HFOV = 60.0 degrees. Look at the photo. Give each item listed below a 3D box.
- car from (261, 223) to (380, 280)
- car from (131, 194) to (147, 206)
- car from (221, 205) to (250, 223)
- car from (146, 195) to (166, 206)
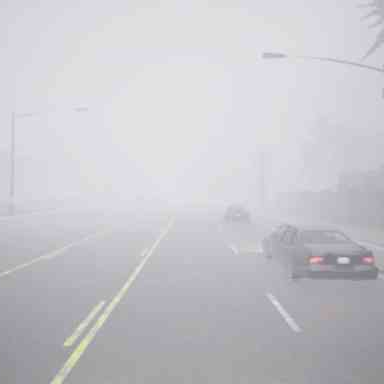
[{"bbox_3d":[3.523,1.653,10.236,2.033,1.411,5.357,0,0,0],"label":"car"},{"bbox_3d":[-9.510,1.484,61.883,2.150,2.045,5.566,0,0,10],"label":"car"},{"bbox_3d":[3.548,1.740,27.451,1.994,1.385,4.181,0,0,1],"label":"car"},{"bbox_3d":[-6.163,1.600,60.528,2.097,1.767,4.553,0,0,9],"label":"car"}]
